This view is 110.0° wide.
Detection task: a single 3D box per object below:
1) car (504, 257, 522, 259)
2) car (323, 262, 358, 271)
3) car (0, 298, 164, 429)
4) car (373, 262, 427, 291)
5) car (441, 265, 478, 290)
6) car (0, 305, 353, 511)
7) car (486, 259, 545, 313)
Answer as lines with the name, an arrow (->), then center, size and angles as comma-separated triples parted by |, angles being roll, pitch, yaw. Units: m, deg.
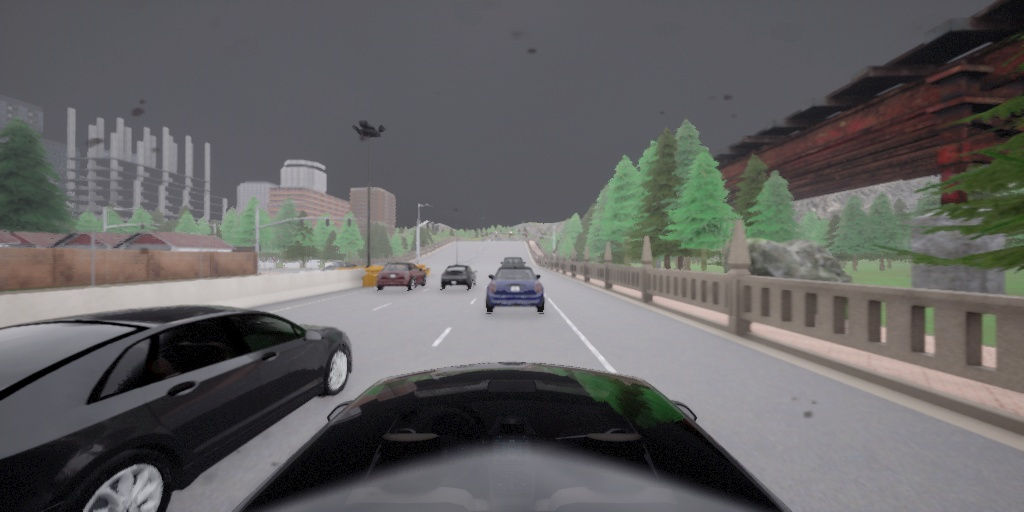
car -> 0.106, 1.083, 32.503 | 2.150, 2.045, 5.566 | 0, 0, 0
car -> -17.526, 1.370, 36.768 | 2.128, 1.511, 4.902 | 0, 0, 1
car -> -6.899, 1.359, 3.768 | 1.895, 1.301, 4.718 | 0, 0, 0
car -> -6.897, 1.180, 22.920 | 2.097, 1.767, 4.553 | 0, 0, 0
car -> -3.396, 1.331, 23.382 | 1.837, 1.490, 4.892 | 0, -1, 0
car -> -3.402, 1.261, 3.699 | 1.837, 1.490, 4.892 | 0, -1, 0
car -> 0.105, 1.149, 14.447 | 2.097, 1.767, 4.553 | 0, 0, 0
